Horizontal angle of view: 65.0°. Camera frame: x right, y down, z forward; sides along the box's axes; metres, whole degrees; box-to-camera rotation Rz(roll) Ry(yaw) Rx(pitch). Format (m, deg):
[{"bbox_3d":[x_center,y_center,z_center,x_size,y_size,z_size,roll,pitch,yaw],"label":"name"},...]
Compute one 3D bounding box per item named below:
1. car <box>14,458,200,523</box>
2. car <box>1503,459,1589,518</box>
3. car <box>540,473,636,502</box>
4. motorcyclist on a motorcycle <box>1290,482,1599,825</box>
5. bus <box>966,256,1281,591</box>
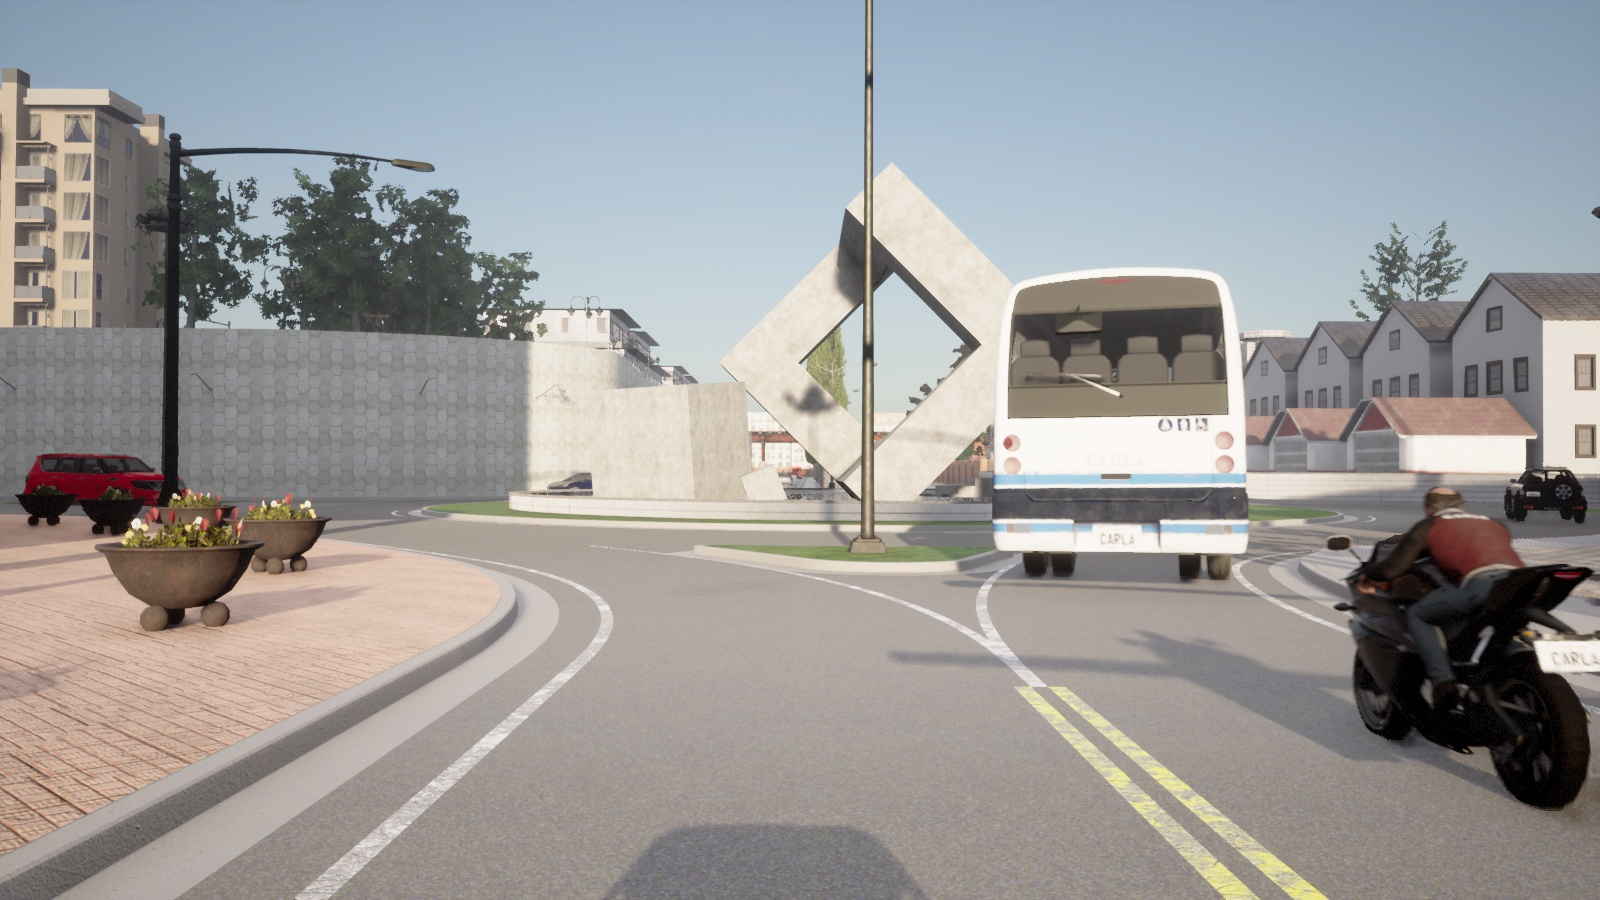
[{"bbox_3d":[-22.728,1.315,41.208,5.566,2.045,2.150,-1,-1,19],"label":"car"},{"bbox_3d":[24.755,1.233,41.798,1.932,1.855,4.605,0,-1,24],"label":"car"},{"bbox_3d":[-11.456,2.001,68.081,4.792,1.488,2.163,1,-1,-44],"label":"car"},{"bbox_3d":[3.506,0.949,6.784,0.866,1.530,2.191,0,-1,0],"label":"motorcyclist on a motorcycle"},{"bbox_3d":[5.673,-0.226,21.425,3.944,4.253,10.273,-1,-1,17],"label":"bus"}]
